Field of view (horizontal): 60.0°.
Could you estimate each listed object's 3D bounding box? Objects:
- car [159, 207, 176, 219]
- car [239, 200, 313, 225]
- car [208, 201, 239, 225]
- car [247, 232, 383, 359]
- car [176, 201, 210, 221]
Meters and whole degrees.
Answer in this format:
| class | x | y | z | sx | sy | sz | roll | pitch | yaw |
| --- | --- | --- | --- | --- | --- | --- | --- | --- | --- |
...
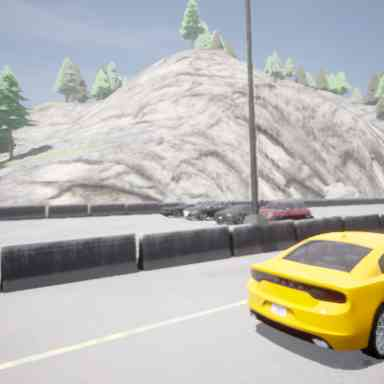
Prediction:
| class | x | y | z | sx | sy | sz | roll | pitch | yaw |
| --- | --- | --- | --- | --- | --- | --- | --- | --- | --- |
| car | -0.507 | 1.580 | 29.402 | 4.718 | 1.301 | 1.895 | 0 | 0 | -35 |
| car | 5.458 | 1.337 | 20.759 | 4.553 | 1.767 | 2.097 | 0 | 0 | -35 |
| car | 3.564 | 1.547 | 23.707 | 4.181 | 1.385 | 1.994 | 0 | 0 | -35 |
| car | 3.225 | 1.473 | 6.047 | 5.008 | 1.535 | 1.882 | 0 | 0 | -35 |
| car | 1.546 | 1.473 | 26.567 | 4.902 | 1.511 | 2.128 | 0 | 0 | -35 |
